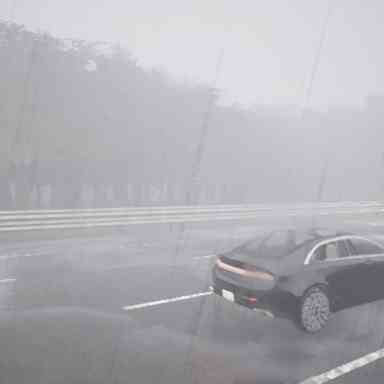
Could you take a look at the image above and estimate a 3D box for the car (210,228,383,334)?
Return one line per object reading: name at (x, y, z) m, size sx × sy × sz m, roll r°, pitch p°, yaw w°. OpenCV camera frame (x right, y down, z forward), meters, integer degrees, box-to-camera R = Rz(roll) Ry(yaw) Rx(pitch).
car at (2.684, 1.483, 6.684) m, size 4.902 × 1.511 × 2.128 m, roll 0°, pitch 0°, yaw -30°
